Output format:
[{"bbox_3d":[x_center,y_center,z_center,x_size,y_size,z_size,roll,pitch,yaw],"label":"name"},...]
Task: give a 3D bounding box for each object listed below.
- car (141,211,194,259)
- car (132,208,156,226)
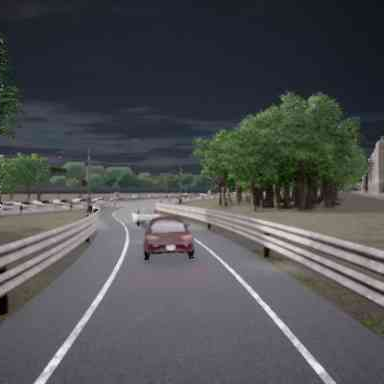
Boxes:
[{"bbox_3d":[-1.027,1.724,13.443,1.812,1.442,4.674,0,-1,-8],"label":"car"},{"bbox_3d":[-3.848,2.006,27.367,1.895,1.301,4.718,0,-1,-15],"label":"car"}]
